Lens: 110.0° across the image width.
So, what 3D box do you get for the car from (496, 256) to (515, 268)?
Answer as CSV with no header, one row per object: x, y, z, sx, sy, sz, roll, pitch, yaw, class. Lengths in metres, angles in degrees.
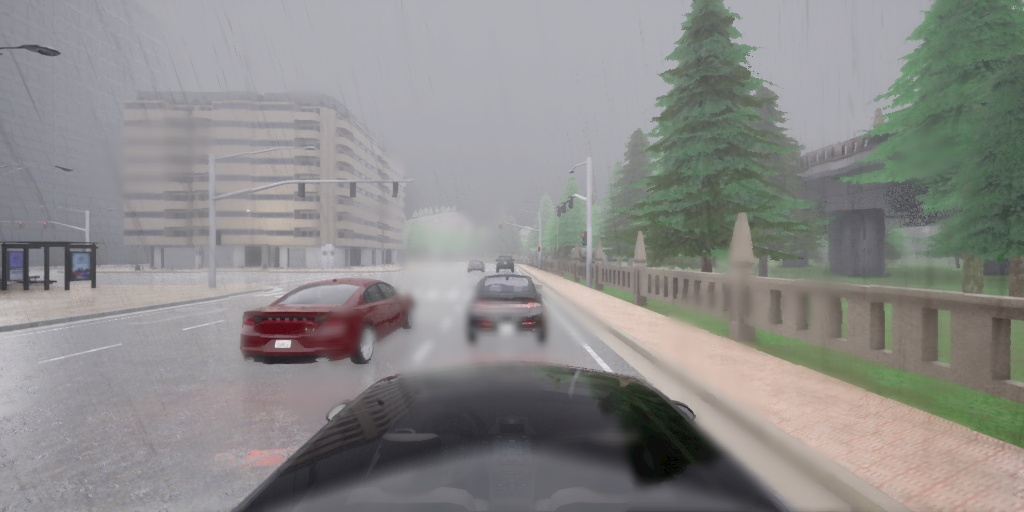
-0.859,0.972,44.972,2.150,2.045,5.566,0,0,-1,car

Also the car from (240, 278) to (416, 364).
-3.596,1.228,8.095,1.882,1.535,5.008,0,0,0,car

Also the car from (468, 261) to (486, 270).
-4.367,1.298,44.809,2.033,1.411,5.357,0,0,-1,car

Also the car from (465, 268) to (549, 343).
-0.128,1.242,9.656,2.128,1.511,4.902,0,0,-1,car
